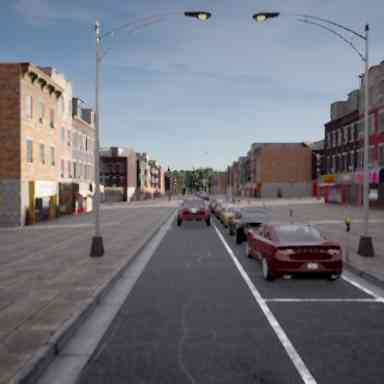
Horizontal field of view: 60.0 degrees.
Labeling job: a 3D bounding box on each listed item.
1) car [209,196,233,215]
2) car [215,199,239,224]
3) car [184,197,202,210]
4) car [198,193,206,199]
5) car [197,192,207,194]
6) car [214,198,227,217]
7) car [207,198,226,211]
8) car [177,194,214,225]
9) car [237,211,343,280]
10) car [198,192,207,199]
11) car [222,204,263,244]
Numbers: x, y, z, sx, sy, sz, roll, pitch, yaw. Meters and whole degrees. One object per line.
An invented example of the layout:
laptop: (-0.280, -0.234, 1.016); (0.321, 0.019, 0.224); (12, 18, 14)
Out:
car: (2.655, 1.229, 31.381); (1.967, 1.590, 4.097); (0, 0, 0)
car: (2.648, 1.379, 20.618); (1.752, 1.417, 4.829); (0, 0, 0)
car: (0.127, 1.293, 39.641); (2.033, 1.411, 5.357); (0, 0, 0)
car: (2.691, 1.043, 90.398); (1.967, 1.590, 4.097); (-1, 0, 0)
car: (2.681, 1.071, 74.191); (1.967, 1.590, 4.097); (-1, 0, 0)
car: (2.652, 1.403, 25.916); (1.802, 1.307, 4.206); (0, 0, 0)
car: (2.659, 1.342, 36.848); (1.802, 1.307, 4.206); (0, 0, 0)
car: (0.117, 1.192, 22.525); (2.097, 1.767, 4.553); (0, 0, 0)
car: (2.641, 1.472, 9.515); (1.887, 1.381, 4.507); (0, 0, 0)
car: (2.686, 0.926, 84.995); (2.192, 1.841, 5.009); (-1, 0, 0)
car: (2.645, 1.456, 14.981); (1.947, 1.339, 4.313); (0, 0, 0)
